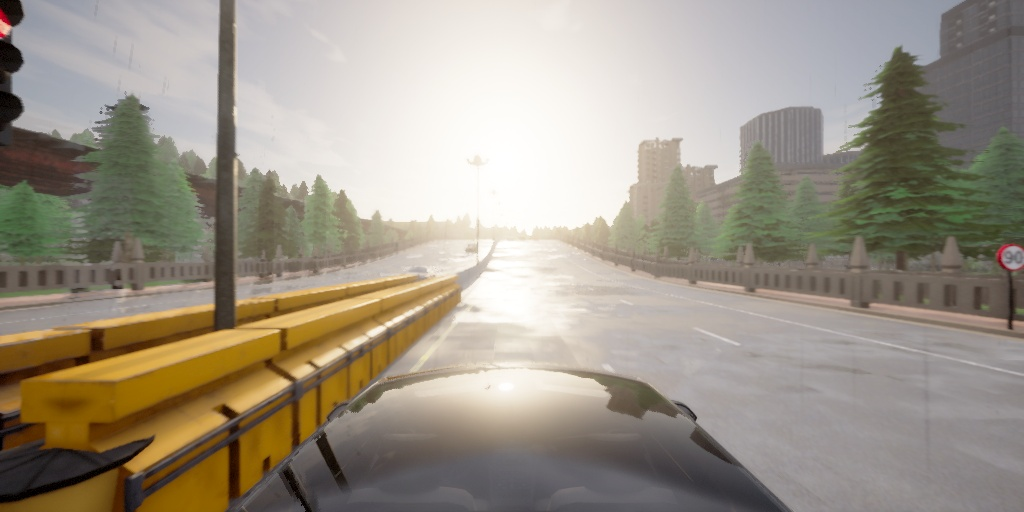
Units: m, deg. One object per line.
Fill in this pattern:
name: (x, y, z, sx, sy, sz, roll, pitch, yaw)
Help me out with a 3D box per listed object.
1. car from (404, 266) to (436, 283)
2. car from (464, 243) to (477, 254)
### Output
car: (-7.037, 1.505, 27.275, 1.812, 1.442, 4.674, 0, 2, 0)
car: (-7.264, -1.436, 64.116, 2.097, 1.767, 4.553, 0, 6, 0)
